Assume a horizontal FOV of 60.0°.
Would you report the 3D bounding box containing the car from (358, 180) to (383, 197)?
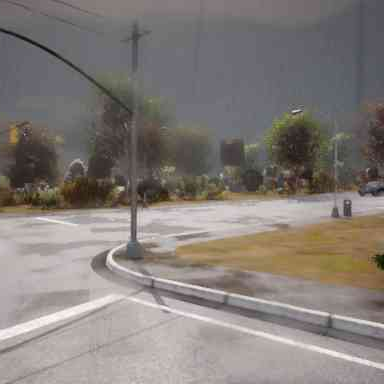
[{"bbox_3d":[24.933,-0.521,44.752,5.566,2.045,2.150,-3,2,-25],"label":"car"}]
